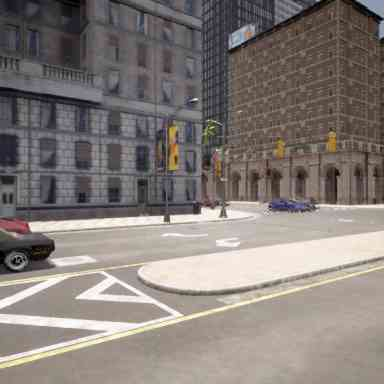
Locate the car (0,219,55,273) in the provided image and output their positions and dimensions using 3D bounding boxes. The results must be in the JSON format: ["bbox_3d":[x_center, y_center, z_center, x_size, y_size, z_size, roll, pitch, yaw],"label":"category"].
[{"bbox_3d":[-6.480,1.601,9.221,4.718,1.301,1.895,0,0,-35],"label":"car"}]

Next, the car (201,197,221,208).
[{"bbox_3d":[1.615,1.478,48.834,1.882,1.535,5.008,0,1,-35],"label":"car"}]

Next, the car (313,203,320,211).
[{"bbox_3d":[12.635,1.491,39.226,2.128,1.511,4.902,0,0,-35],"label":"car"}]

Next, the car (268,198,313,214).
[{"bbox_3d":[10.368,1.525,36.365,1.812,1.442,4.674,0,0,-35],"label":"car"}]

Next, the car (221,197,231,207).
[{"bbox_3d":[4.031,1.491,51.486,2.128,1.511,4.902,0,0,-35],"label":"car"}]

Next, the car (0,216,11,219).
[{"bbox_3d":[-8.424,1.526,12.126,4.674,1.442,1.812,0,0,-35],"label":"car"}]
